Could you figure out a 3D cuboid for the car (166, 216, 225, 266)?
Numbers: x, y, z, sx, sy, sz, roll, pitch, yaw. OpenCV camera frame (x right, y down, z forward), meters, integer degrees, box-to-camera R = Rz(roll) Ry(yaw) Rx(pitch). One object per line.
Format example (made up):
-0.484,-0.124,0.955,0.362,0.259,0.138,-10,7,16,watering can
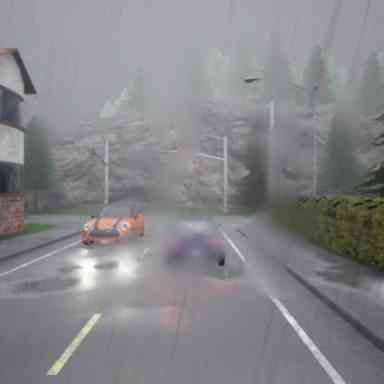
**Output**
0.115,1.571,11.638,1.812,1.442,4.674,0,0,0,car

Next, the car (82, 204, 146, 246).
-3.507,1.411,15.623,2.097,1.767,4.553,0,0,1,car
